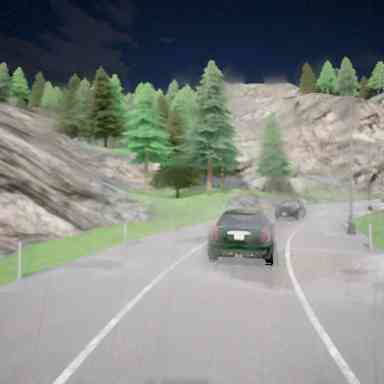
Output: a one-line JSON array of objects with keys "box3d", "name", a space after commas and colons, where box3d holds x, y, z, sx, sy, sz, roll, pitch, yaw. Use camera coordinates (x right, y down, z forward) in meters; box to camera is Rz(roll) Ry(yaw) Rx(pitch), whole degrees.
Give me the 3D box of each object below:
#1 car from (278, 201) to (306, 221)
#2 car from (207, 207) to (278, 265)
[{"box3d": [8.069, 1.464, 27.176, 1.812, 1.442, 4.674, 0, 1, 28], "name": "car"}, {"box3d": [1.986, 1.396, 12.260, 2.097, 1.767, 4.553, 0, 0, 15], "name": "car"}]
